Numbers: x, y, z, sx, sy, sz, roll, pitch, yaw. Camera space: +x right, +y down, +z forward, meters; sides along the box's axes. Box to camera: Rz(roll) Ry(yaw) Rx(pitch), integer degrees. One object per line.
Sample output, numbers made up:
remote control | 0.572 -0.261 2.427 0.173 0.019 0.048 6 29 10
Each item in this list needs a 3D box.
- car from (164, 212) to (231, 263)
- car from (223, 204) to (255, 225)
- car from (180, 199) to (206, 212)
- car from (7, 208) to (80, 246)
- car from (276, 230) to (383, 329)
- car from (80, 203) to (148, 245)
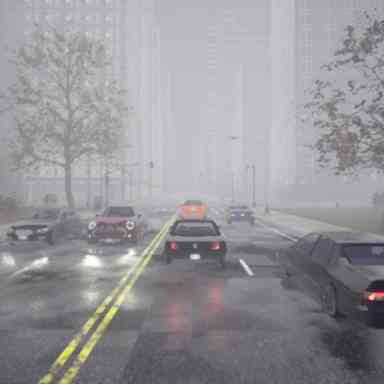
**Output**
car | 0.100 1.615 11.991 1.895 1.301 4.718 0 0 0
car | 3.352 1.571 24.499 2.033 1.411 5.357 0 0 0
car | 0.100 1.379 27.871 2.097 1.767 4.553 0 0 0
car | -6.597 1.509 15.431 2.128 1.511 4.902 0 0 0
car | 3.345 1.557 7.304 2.033 1.411 5.357 0 0 0
car | -3.346 1.370 15.667 2.097 1.767 4.553 0 0 0
